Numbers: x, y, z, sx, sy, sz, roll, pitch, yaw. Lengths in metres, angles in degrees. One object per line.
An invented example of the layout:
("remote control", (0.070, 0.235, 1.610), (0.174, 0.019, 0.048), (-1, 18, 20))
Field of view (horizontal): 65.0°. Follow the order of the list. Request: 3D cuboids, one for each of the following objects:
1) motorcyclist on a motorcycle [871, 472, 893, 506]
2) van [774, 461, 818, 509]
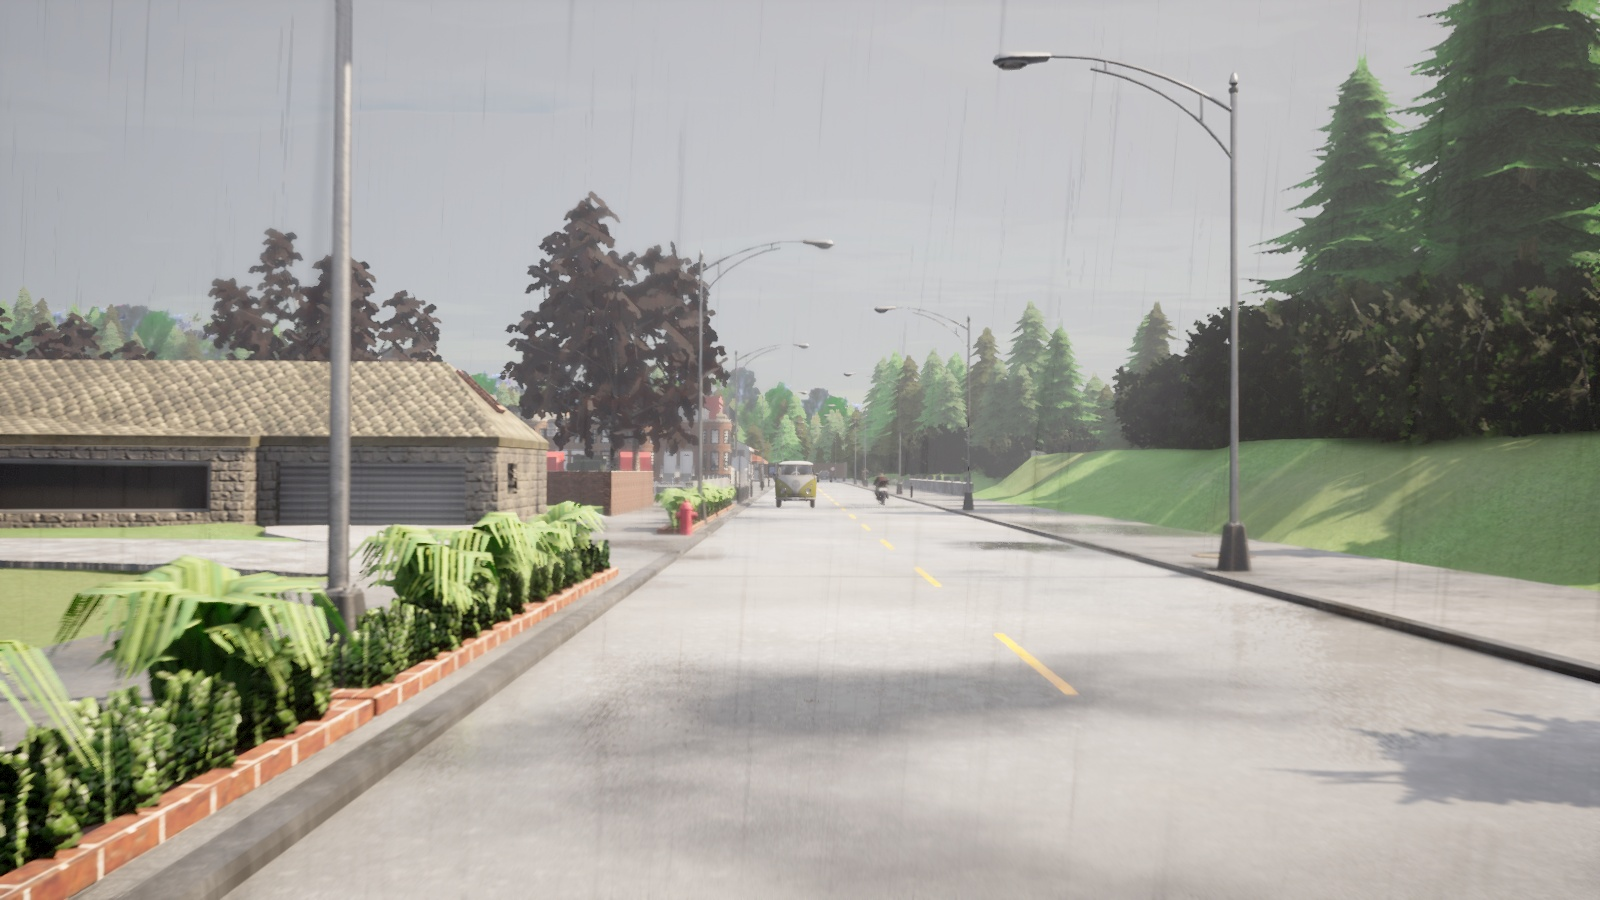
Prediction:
("motorcyclist on a motorcycle", (3.819, 1.817, 58.699), (0.866, 1.530, 2.191), (0, -1, 0))
("van", (-0.166, 1.470, 53.867), (1.775, 1.987, 4.442), (0, -1, 0))
